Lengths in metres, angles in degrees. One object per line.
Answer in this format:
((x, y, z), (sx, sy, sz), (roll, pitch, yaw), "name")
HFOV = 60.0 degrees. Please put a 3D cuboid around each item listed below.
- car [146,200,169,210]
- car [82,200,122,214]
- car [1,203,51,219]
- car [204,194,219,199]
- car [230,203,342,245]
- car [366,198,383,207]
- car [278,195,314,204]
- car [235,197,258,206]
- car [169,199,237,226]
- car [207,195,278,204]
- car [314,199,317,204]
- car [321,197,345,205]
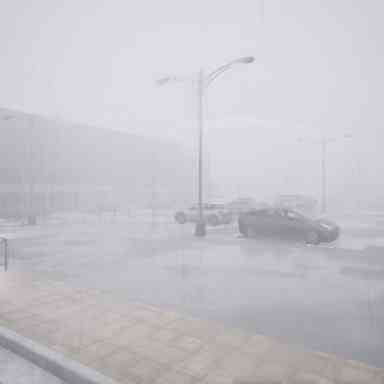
((-4.523, 1.740, 46.326), (1.994, 1.385, 4.181), (0, 0, 36), "car")
((-10.302, 1.681, 38.172), (1.837, 1.490, 4.892), (0, 0, 35), "car")
((-15.376, 1.740, 30.987), (1.994, 1.385, 4.181), (0, 0, 35), "car")
((3.884, 1.398, 51.834), (2.150, 2.045, 5.566), (0, 0, 35), "car")
((4.378, 1.490, 15.379), (4.514, 1.523, 2.007), (0, 0, 35), "car")
((28.055, 1.576, 49.322), (3.806, 1.475, 1.970), (0, 0, 35), "car")
((11.544, 1.269, 38.320), (3.866, 1.878, 1.905), (0, 0, 35), "car")
((10.013, 1.668, 60.538), (2.128, 1.511, 4.902), (0, 0, 35), "car")
((0.731, 1.424, 22.436), (3.806, 1.475, 1.970), (0, 0, 35), "car")
((4.167, 1.345, 27.866), (5.027, 1.636, 2.152), (0, 0, 35), "car")
((12.883, 1.289, 40.931), (4.605, 1.855, 1.932), (0, 0, 35), "car")
((23.710, 1.565, 56.035), (3.633, 1.501, 1.845), (0, 0, 35), "car")
